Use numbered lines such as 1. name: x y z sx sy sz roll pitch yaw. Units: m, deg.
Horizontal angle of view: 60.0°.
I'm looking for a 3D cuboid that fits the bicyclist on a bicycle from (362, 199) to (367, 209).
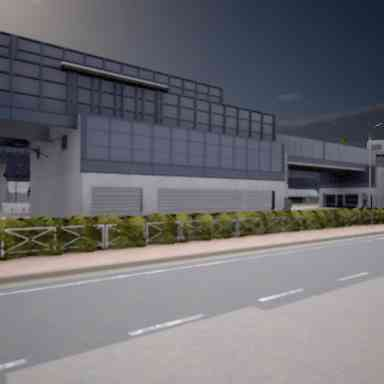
1. bicyclist on a bicycle: 25.374 1.793 48.881 1.656 1.620 0.582 0 0 -36
